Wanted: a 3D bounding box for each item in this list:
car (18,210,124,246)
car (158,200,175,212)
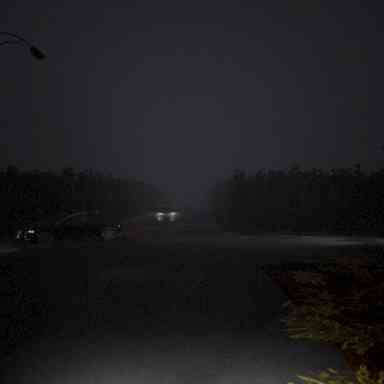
[{"bbox_3d":[-5.755,1.662,16.240,4.902,1.511,2.128,-1,2,-38],"label":"car"},{"bbox_3d":[-3.113,1.706,41.688,1.882,1.535,5.008,0,0,0],"label":"car"}]
